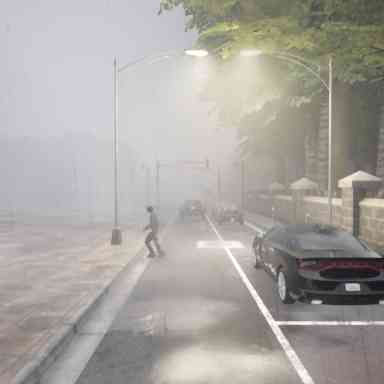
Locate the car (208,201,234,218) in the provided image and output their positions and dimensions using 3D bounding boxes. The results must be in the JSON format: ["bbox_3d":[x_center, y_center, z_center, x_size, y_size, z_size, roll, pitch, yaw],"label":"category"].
[{"bbox_3d":[2.643,1.575,30.851,2.008,1.369,4.403,-1,0,0],"label":"car"}]

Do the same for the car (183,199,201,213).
[{"bbox_3d":[-0.001,1.597,38.688,2.033,1.411,5.357,0,-1,0],"label":"car"}]

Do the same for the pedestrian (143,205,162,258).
[{"bbox_3d":[-1.323,1.294,11.146,0.375,1.860,0.375,-1,1,0],"label":"pedestrian"}]

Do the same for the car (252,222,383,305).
[{"bbox_3d":[2.748,1.477,8.159,1.882,1.535,5.008,0,0,0],"label":"car"}]

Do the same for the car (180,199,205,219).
[{"bbox_3d":[0.058,1.374,29.254,2.097,1.767,4.553,0,0,0],"label":"car"}]

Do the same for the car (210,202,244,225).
[{"bbox_3d":[2.617,1.563,23.716,2.008,1.369,4.403,-1,0,0],"label":"car"}]
